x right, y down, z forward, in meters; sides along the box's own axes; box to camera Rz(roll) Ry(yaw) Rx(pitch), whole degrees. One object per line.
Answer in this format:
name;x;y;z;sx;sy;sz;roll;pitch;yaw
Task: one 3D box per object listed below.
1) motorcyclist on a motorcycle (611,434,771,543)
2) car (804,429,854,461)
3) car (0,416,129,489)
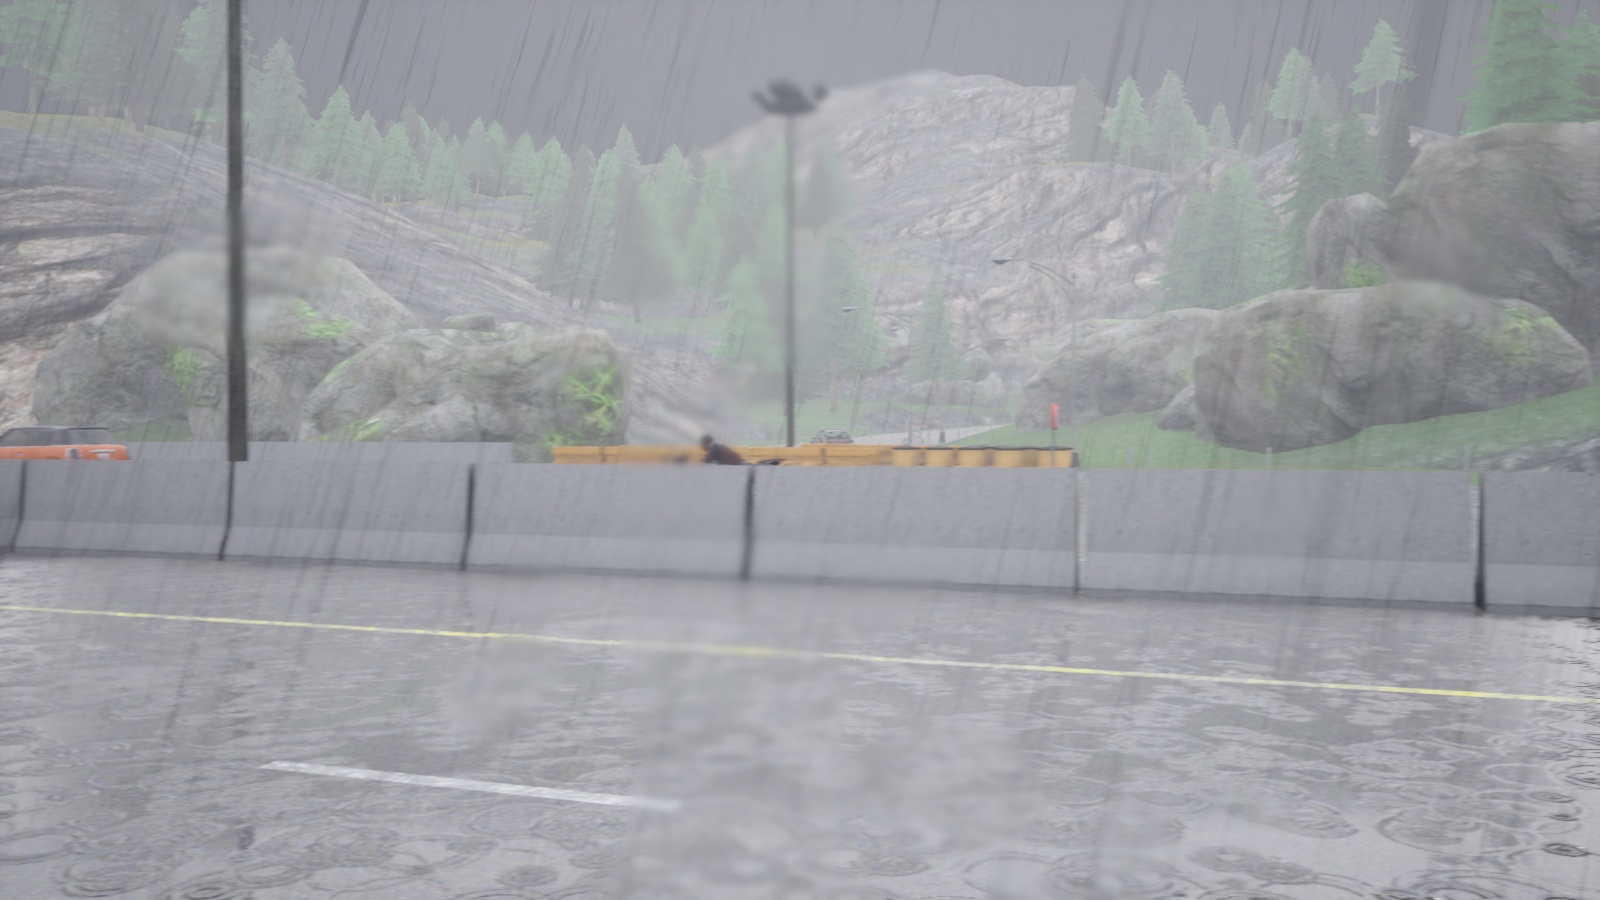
motorcyclist on a motorcycle;-1.604;0.538;18.503;2.191;1.530;0.866;0;1;19
car;1.352;-0.266;60.736;1.816;1.474;4.193;0;2;-7
car;-19.719;0.022;31.980;4.553;1.767;2.097;1;1;19
